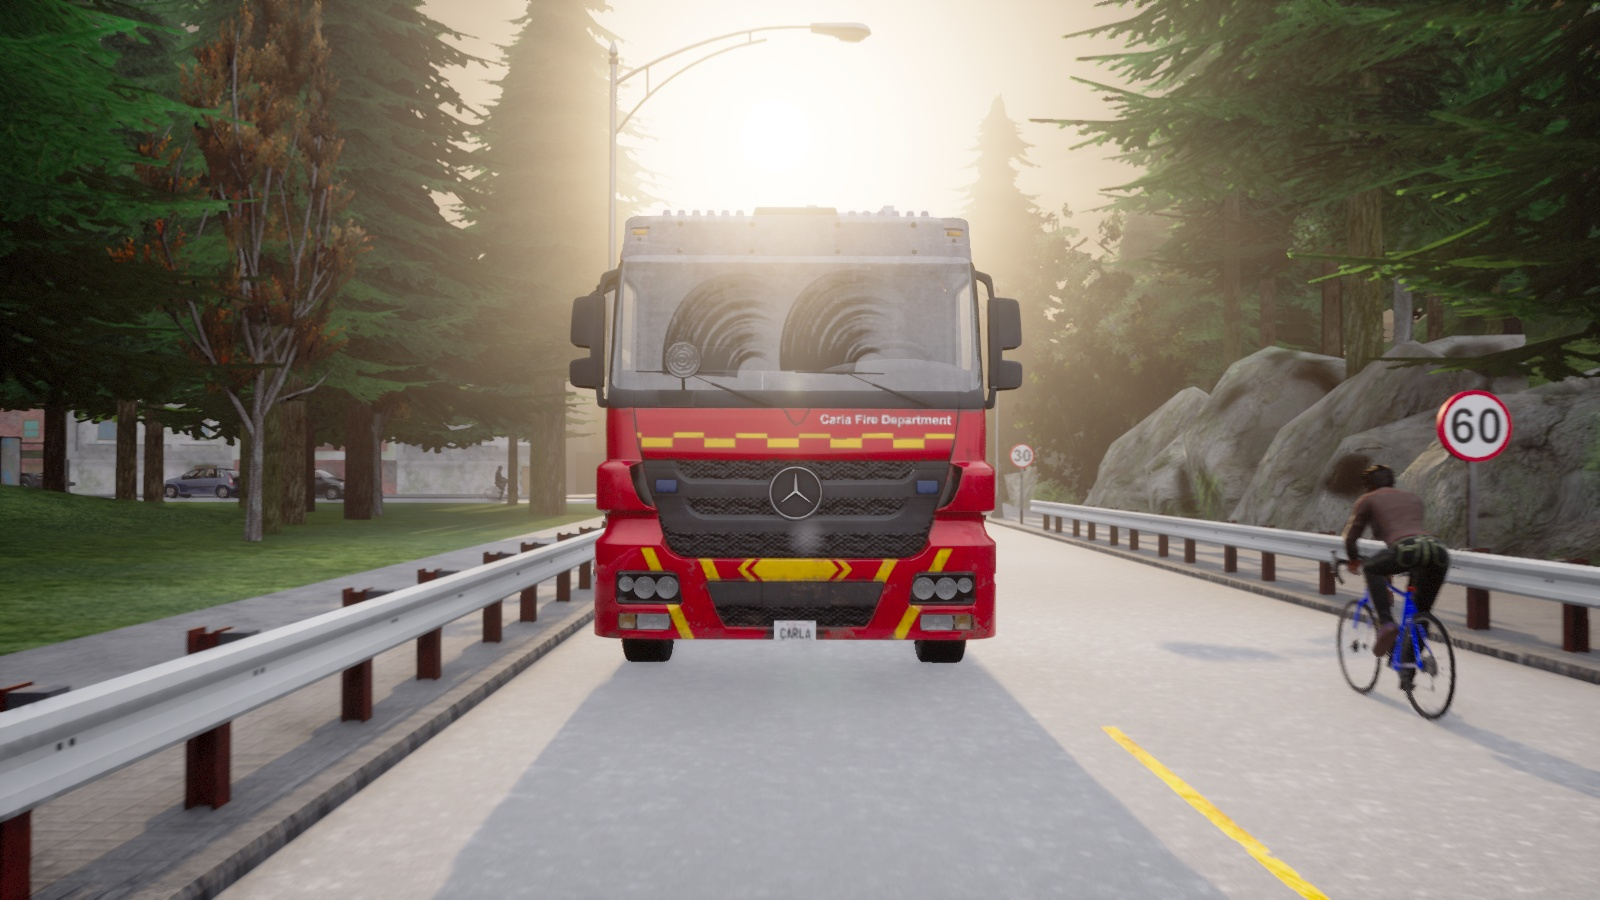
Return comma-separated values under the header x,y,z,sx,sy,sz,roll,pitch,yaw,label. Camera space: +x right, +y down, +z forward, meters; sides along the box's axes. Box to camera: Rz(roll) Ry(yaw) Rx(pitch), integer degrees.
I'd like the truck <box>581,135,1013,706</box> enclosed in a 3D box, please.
x,y,z,sx,sy,sz,roll,pitch,yaw,label
-0.050,-0.138,12.674,2.891,3.827,8.468,0,-1,0,truck

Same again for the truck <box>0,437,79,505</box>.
x,y,z,sx,sy,sz,roll,pitch,yaw,label
-42.453,1.101,65.588,7.936,3.462,2.891,0,-1,0,truck

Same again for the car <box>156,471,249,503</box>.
x,y,z,sx,sy,sz,roll,pitch,yaw,label
-31.171,1.935,65.583,3.988,1.617,1.851,0,-1,0,car

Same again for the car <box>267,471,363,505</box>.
x,y,z,sx,sy,sz,roll,pitch,yaw,label
-23.764,1.839,61.590,3.988,1.617,1.851,0,-1,0,car

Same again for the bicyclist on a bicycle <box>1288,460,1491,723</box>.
x,y,z,sx,sy,sz,roll,pitch,yaw,label
3.974,0.896,8.615,0.582,1.620,1.656,0,-1,0,bicyclist on a bicycle
